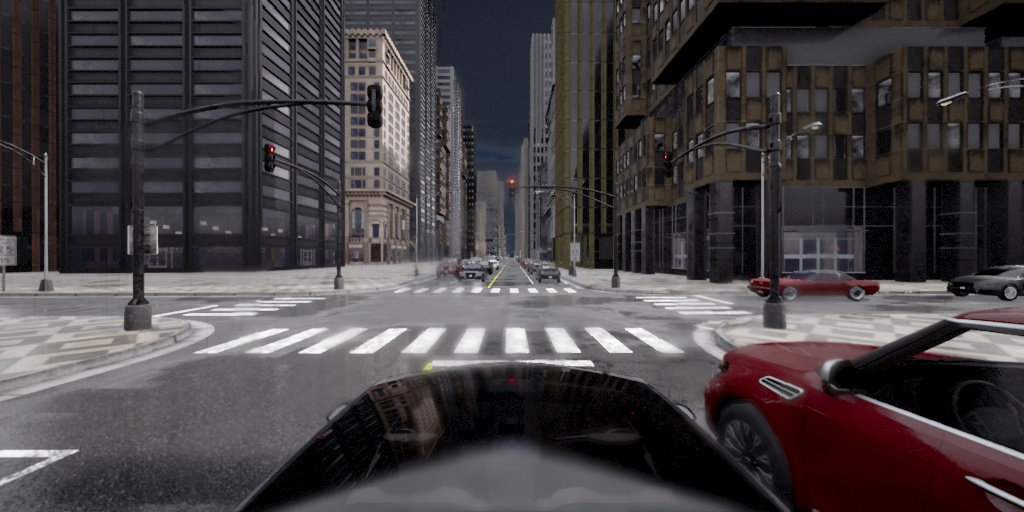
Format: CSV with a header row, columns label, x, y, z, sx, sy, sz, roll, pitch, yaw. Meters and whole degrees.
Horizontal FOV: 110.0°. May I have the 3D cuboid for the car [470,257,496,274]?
label,x,y,z,sx,sy,sz,roll,pitch,yaw
car,-3.072,1.223,38.871,1.882,1.535,5.008,0,0,0

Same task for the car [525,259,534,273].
label,x,y,z,sx,sy,sz,roll,pitch,yaw
car,2.787,1.296,39.438,2.007,1.370,4.403,0,0,0

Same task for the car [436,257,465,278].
label,x,y,z,sx,sy,sz,roll,pitch,yaw
car,-5.741,1.060,33.794,2.192,1.841,5.009,0,0,0

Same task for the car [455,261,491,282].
label,x,y,z,sx,sy,sz,roll,pitch,yaw
car,-3.079,1.310,28.795,1.994,1.385,4.181,0,0,1

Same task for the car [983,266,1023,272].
label,x,y,z,sx,sy,sz,roll,pitch,yaw
car,22.963,1.194,16.367,4.892,1.490,1.837,0,0,0

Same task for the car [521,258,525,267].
label,x,y,z,sx,sy,sz,roll,pitch,yaw
car,2.799,1.187,56.360,1.967,1.591,4.097,0,0,0

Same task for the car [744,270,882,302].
label,x,y,z,sx,sy,sz,roll,pitch,yaw
car,13.529,1.311,16.327,4.718,1.301,1.895,0,0,0

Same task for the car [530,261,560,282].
label,x,y,z,sx,sy,sz,roll,pitch,yaw
car,2.780,1.296,28.157,2.007,1.370,4.403,0,0,0

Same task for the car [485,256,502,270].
label,x,y,z,sx,sy,sz,roll,pitch,yaw
car,-3.049,0.970,52.477,2.150,2.045,5.566,0,0,0

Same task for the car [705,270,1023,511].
label,x,y,z,sx,sy,sz,roll,pitch,yaw
car,2.762,1.065,1.184,2.192,1.841,5.009,0,0,0
